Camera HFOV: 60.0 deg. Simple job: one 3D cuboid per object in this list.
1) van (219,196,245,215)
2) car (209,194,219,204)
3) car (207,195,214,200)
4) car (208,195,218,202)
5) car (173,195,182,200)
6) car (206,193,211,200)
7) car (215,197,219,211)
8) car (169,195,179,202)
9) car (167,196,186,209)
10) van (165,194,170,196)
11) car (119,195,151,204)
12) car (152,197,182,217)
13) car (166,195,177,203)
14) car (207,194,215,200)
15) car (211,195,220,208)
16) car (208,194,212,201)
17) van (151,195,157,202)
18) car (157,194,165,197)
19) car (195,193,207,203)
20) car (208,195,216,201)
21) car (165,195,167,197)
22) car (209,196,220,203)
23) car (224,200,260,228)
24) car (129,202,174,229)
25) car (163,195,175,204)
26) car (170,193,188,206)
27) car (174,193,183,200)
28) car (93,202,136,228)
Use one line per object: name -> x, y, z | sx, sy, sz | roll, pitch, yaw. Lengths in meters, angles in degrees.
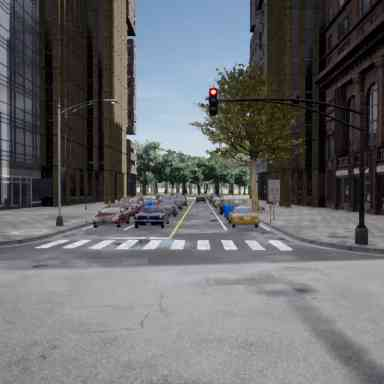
van -> 3.455, 1.316, 27.450 | 1.690, 1.788, 3.998 | -1, 0, 1
car -> 4.006, 1.471, 50.160 | 1.887, 1.381, 4.507 | -1, 0, 1
car -> 4.964, 1.379, 89.903 | 1.947, 1.339, 4.313 | 0, 0, 1
car -> 4.554, 1.415, 72.870 | 2.008, 1.369, 4.403 | -1, 0, 1
car -> -3.695, 1.375, 84.427 | 1.887, 1.381, 4.507 | 0, 0, 1
car -> 4.277, 1.211, 61.515 | 2.192, 1.841, 5.009 | -1, 0, 1
car -> 3.595, 1.531, 33.128 | 1.947, 1.339, 4.313 | -1, 0, 1
car -> -3.969, 1.446, 73.071 | 1.802, 1.307, 4.206 | 0, 0, 1
car -> -2.071, 1.551, 40.545 | 1.895, 1.301, 4.718 | 0, 0, 2
van -> -4.382, 1.252, 56.037 | 1.690, 1.788, 3.998 | -1, 0, 1
car -> -5.068, 1.290, 27.647 | 2.192, 1.841, 5.009 | -1, 0, 1
car -> -2.299, 1.474, 31.238 | 1.837, 1.490, 4.892 | 0, 0, 2
car -> -4.106, 1.425, 67.393 | 1.887, 1.381, 4.507 | 0, 0, 1
car -> 4.831, 1.355, 84.395 | 1.752, 1.417, 4.829 | 0, 0, 1
car -> 3.873, 1.465, 44.653 | 1.752, 1.417, 4.829 | -1, 0, 1
car -> 4.142, 1.462, 55.838 | 2.008, 1.369, 4.403 | -1, 0, 1
van -> -4.931, 1.306, 33.325 | 1.690, 1.788, 3.998 | -1, 0, 1
car -> -4.794, 1.269, 39.003 | 2.192, 1.841, 5.009 | -1, 0, 1
car -> 1.729, 1.386, 65.916 | 1.837, 1.490, 4.892 | 0, 0, 1
car -> 4.691, 1.429, 78.548 | 1.802, 1.307, 4.206 | 0, 0, 1
car -> -4.654, 1.491, 44.682 | 2.008, 1.369, 4.403 | -1, 0, 1
car -> 4.416, 1.431, 67.193 | 2.008, 1.369, 4.403 | -1, 0, 1
car -> 3.324, 1.508, 21.941 | 1.752, 1.417, 4.829 | -1, 0, 1
car -> -2.529, 1.584, 21.901 | 1.895, 1.301, 4.718 | 0, 0, 1
car -> -4.244, 1.336, 61.715 | 1.967, 1.590, 4.097 | 0, 0, 1
car -> -1.786, 1.276, 50.827 | 2.097, 1.767, 4.553 | 0, 0, 2
car -> -3.560, 1.128, 90.104 | 2.192, 1.841, 5.009 | 0, 0, 1
car -> -5.202, 1.565, 21.968 | 1.802, 1.307, 4.206 | -1, 0, 1
